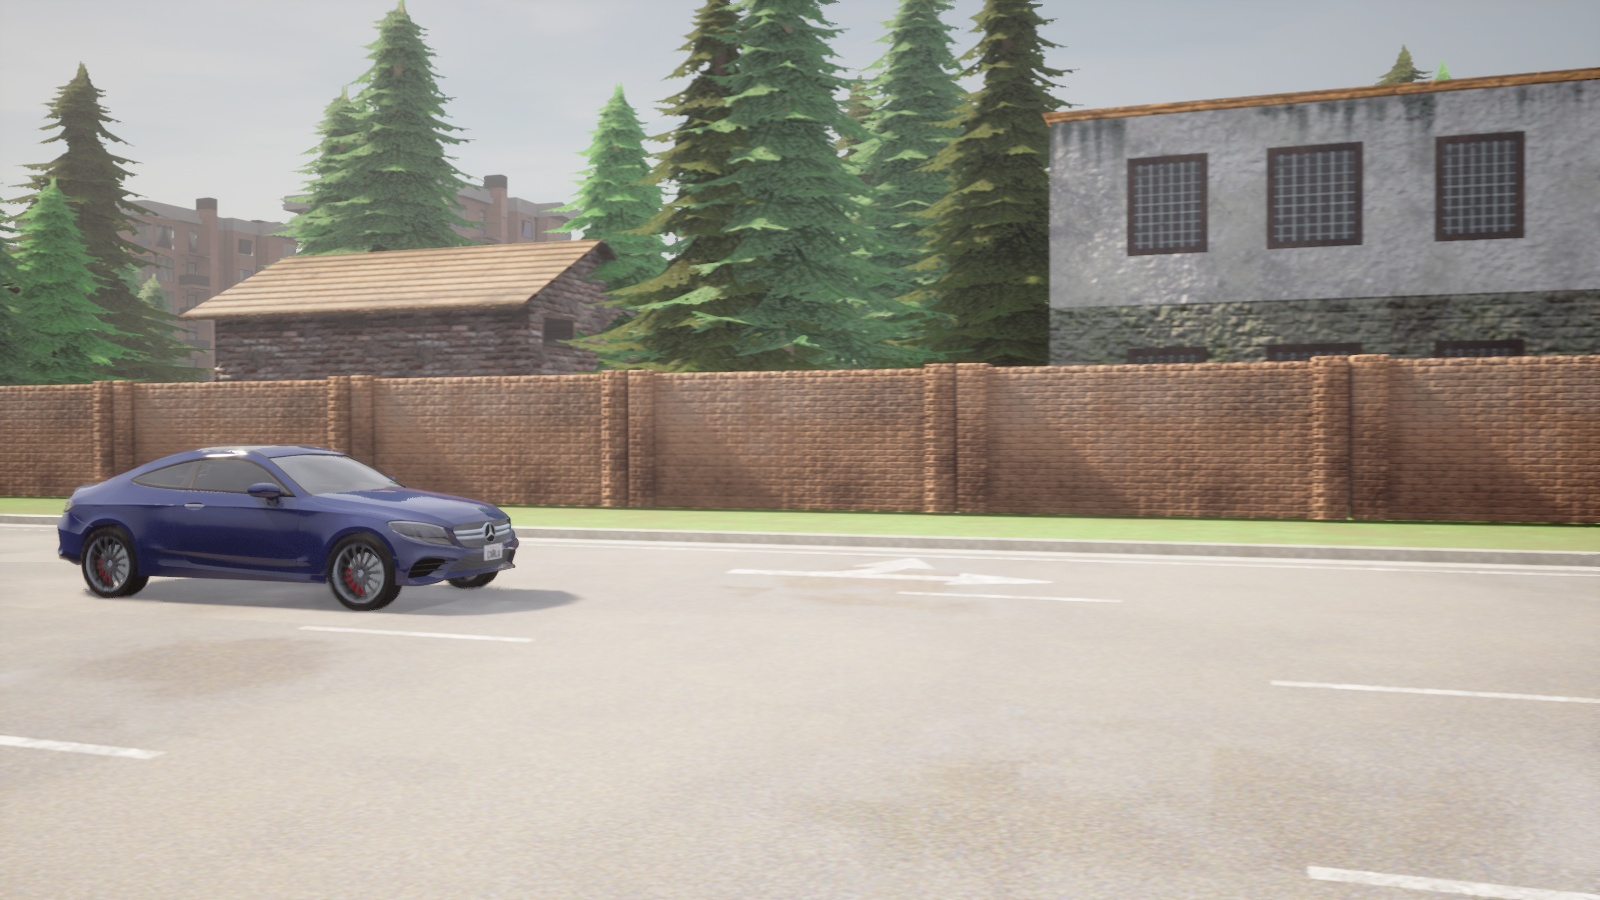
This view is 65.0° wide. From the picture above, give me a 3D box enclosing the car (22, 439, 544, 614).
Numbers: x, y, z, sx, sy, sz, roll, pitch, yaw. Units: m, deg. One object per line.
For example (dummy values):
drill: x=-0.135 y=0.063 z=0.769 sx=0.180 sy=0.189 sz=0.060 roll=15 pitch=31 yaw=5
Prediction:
car: x=-5.027 y=0.637 z=12.269 sx=4.674 sy=1.442 sz=1.812 roll=1 pitch=1 yaw=19
